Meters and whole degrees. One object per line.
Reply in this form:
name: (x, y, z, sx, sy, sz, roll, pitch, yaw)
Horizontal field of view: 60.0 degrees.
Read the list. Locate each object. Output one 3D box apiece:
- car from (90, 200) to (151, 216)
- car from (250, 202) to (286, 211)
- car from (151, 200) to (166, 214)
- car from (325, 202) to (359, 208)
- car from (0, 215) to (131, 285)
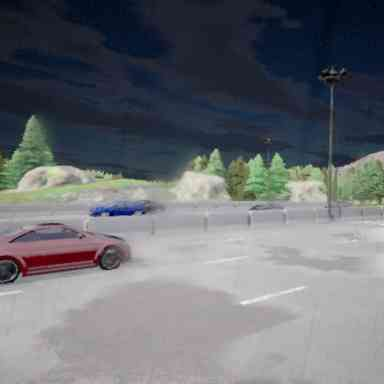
car: (-6.490, 1.526, 29.442, 5.008, 1.535, 1.882, 0, 0, -35)
car: (8.144, 1.753, 35.512, 4.181, 1.385, 1.994, 1, -1, -35)
car: (-5.056, 1.584, 34.749, 4.892, 1.490, 1.837, 1, -1, -35)
car: (16.867, 1.853, 37.373, 5.357, 1.411, 2.033, 1, -1, -38)
car: (-3.893, 1.571, 9.567, 4.181, 1.385, 1.994, 0, 0, -35)
